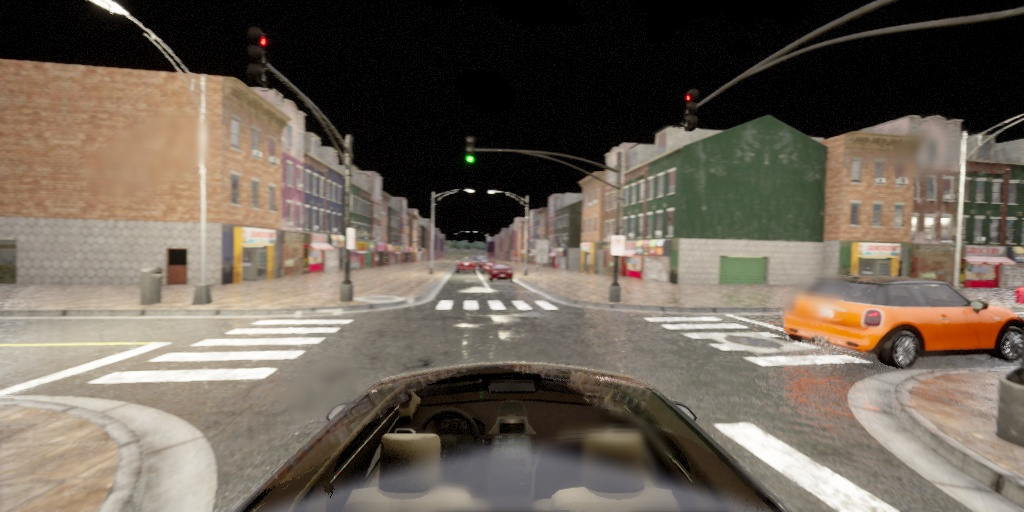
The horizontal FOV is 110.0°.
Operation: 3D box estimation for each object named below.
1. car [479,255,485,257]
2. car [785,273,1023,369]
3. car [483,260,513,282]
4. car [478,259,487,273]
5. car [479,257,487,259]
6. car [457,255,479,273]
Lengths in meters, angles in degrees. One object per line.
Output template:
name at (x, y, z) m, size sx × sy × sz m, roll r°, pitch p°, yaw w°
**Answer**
car at (-4.490, 1.016, 55.121) m, size 1.967 × 1.591 × 4.097 m, roll 0°, pitch 0°, yaw -7°
car at (8.760, 1.260, 8.078) m, size 4.553 × 1.767 × 2.097 m, roll 1°, pitch 2°, yaw -12°
car at (-0.953, 1.235, 27.685) m, size 1.888 × 1.381 × 4.507 m, roll 0°, pitch 0°, yaw -7°
car at (-2.368, 1.226, 38.659) m, size 1.802 × 1.307 × 4.207 m, roll 0°, pitch 0°, yaw -7°
car at (-3.782, 1.144, 49.633) m, size 1.888 × 1.381 × 4.507 m, roll 0°, pitch 0°, yaw -7°
car at (-5.218, 0.930, 41.080) m, size 2.097 × 1.767 × 4.553 m, roll 1°, pitch 0°, yaw -7°
